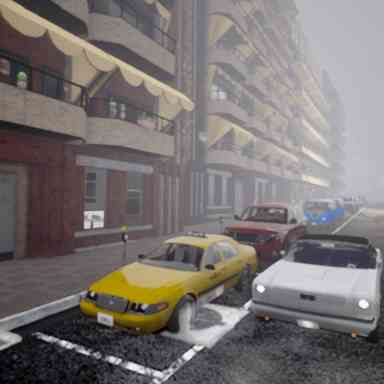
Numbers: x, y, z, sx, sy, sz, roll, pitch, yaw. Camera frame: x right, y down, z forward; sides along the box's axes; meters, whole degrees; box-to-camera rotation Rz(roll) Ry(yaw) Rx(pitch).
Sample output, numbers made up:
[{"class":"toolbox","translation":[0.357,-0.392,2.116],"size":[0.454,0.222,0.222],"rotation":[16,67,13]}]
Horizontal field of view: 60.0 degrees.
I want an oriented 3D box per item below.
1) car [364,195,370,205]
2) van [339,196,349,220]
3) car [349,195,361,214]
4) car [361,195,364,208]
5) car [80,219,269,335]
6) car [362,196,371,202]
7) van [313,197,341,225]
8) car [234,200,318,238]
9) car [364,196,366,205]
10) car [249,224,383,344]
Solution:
[{"class":"car","translation":[33.017,1.446,64.655],"size":[2.192,1.841,5.009],"rotation":[1,1,30]},{"class":"van","translation":[11.028,1.362,26.263],"size":[1.690,1.788,3.998],"rotation":[2,1,30]},{"class":"car","translation":[16.526,1.354,35.861],"size":[2.192,1.841,5.009],"rotation":[2,1,30]},{"class":"car","translation":[19.275,1.365,40.659],"size":[2.192,1.841,5.009],"rotation":[2,1,30]},{"class":"car","translation":[-0.055,1.531,6.921],"size":[1.752,1.417,4.829],"rotation":[2,1,30]},{"class":"car","translation":[44.008,1.813,83.856],"size":[1.802,1.307,4.206],"rotation":[1,0,30]},{"class":"van","translation":[8.280,1.354,21.462],"size":[1.690,1.788,3.998],"rotation":[2,1,30]},{"class":"car","translation":[2.784,1.321,11.866],"size":[2.192,1.841,5.009],"rotation":[2,1,30]},{"class":"car","translation":[24.767,1.642,50.261],"size":[1.947,1.339,4.313],"rotation":[2,1,30]},{"class":"car","translation":[2.771,1.603,6.732],"size":[1.895,1.301,4.718],"rotation":[0,0,30]}]
